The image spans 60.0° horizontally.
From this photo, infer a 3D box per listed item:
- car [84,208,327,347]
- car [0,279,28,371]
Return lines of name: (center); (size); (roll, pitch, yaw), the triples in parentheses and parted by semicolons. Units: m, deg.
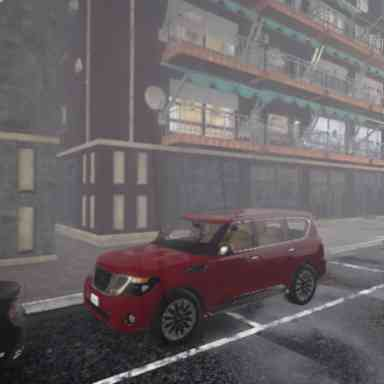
car: (0.577, 1.300, 6.498); (5.009, 1.841, 2.192); (0, 1, -36)
car: (-4.039, 1.557, 3.205); (4.403, 1.369, 2.008); (0, 1, -36)
